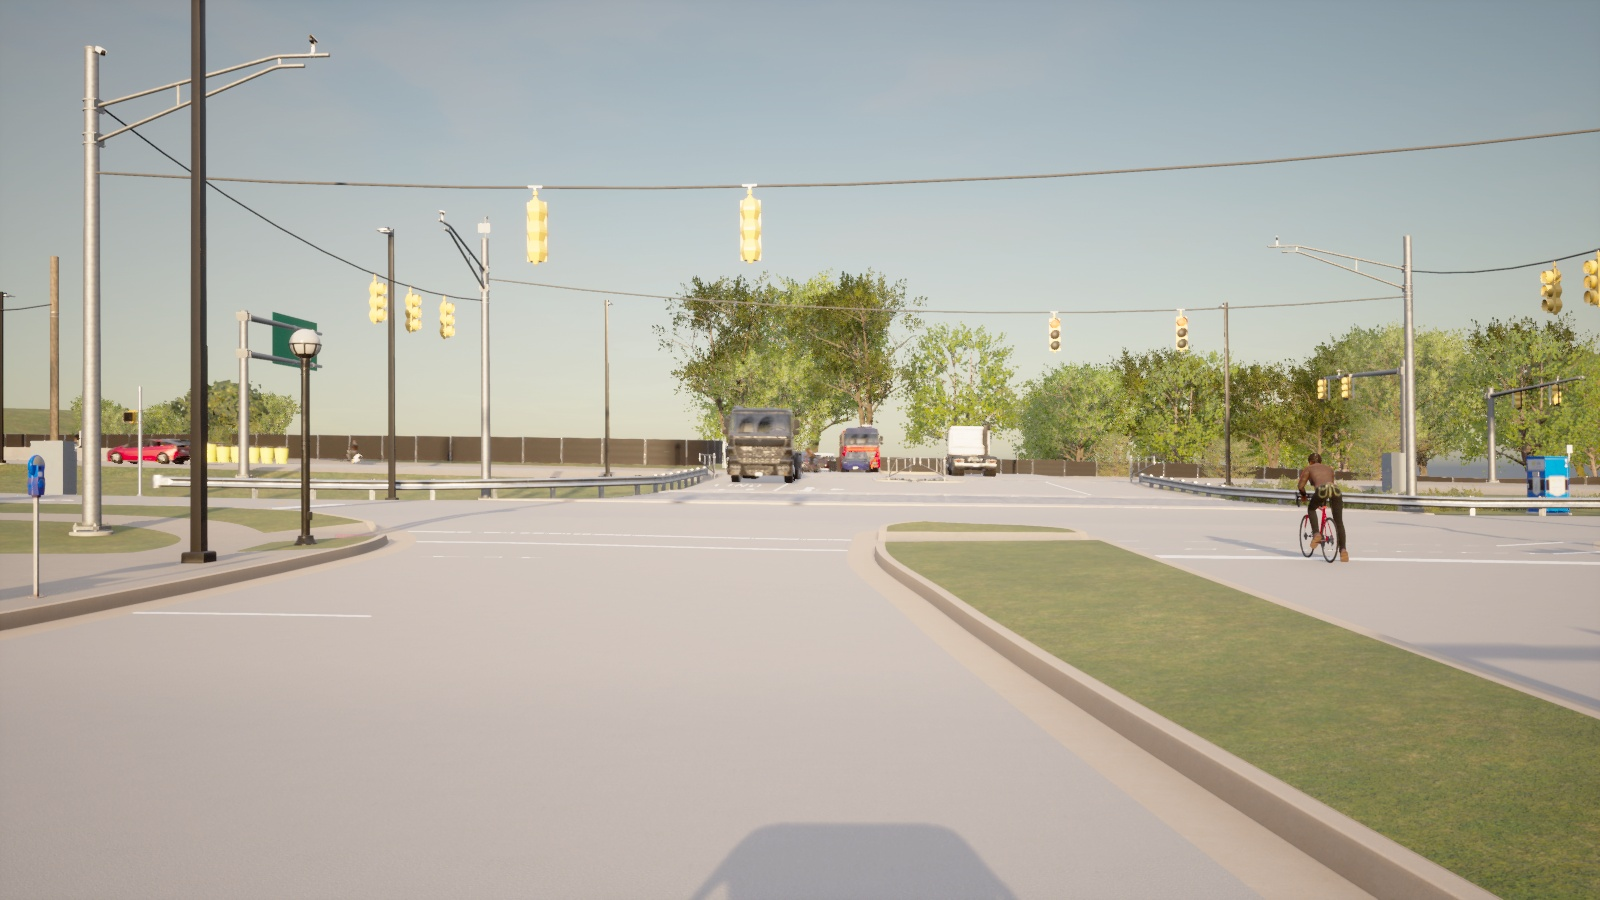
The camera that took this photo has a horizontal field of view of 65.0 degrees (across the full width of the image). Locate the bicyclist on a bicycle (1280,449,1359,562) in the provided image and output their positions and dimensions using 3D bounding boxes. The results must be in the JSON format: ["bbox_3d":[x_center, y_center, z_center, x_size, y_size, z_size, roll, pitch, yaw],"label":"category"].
[{"bbox_3d":[7.829,0.809,18.989,0.582,1.620,1.656,0,0,4],"label":"bicyclist on a bicycle"}]

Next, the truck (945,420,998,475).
[{"bbox_3d":[11.283,-0.088,83.160,2.891,3.462,7.936,1,-1,4],"label":"truck"}]

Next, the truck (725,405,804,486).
[{"bbox_3d":[-1.536,-0.273,58.404,2.891,3.462,7.936,0,1,4],"label":"truck"}]

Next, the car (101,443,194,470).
[{"bbox_3d":[-38.897,0.388,74.898,4.514,1.525,2.007,0,-1,4],"label":"car"}]

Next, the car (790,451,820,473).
[{"bbox_3d":[0.350,0.814,86.549,1.812,1.442,4.674,0,-1,4],"label":"car"}]

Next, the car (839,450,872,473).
[{"bbox_3d":[3.889,0.791,87.036,2.163,1.488,4.792,0,0,4],"label":"car"}]
